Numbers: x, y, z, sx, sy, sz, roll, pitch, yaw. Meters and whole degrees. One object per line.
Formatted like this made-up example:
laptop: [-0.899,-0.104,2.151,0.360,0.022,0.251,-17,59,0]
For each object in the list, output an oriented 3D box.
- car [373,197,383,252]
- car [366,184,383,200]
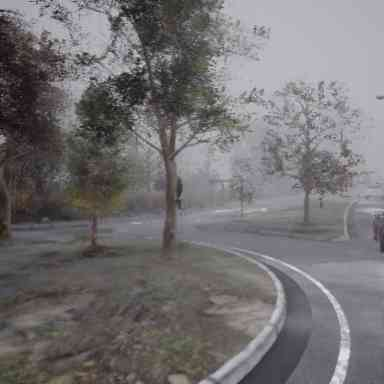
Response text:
car: [8.478,1.281,13.176,2.097,1.767,4.553,0,1,25]
car: [25.395,-0.033,45.966,2.150,2.045,5.566,0,2,32]
